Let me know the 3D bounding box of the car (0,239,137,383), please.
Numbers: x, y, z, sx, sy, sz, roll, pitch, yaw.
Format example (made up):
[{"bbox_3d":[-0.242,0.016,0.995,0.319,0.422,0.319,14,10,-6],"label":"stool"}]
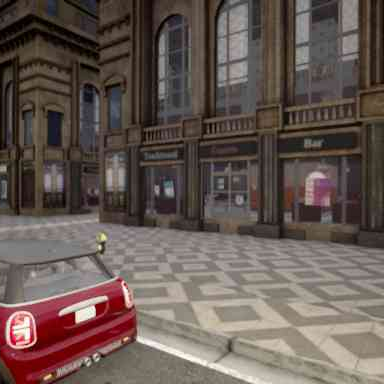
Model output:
[{"bbox_3d":[-2.806,1.430,4.967,4.097,1.590,1.967,0,0,36],"label":"car"}]
